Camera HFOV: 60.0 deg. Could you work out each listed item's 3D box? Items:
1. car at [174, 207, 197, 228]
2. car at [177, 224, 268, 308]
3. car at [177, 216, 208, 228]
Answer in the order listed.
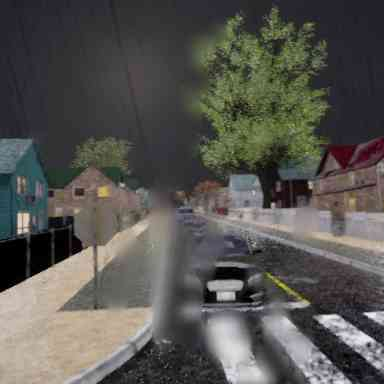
[{"bbox_3d":[-0.678,2.643,35.384,2.150,2.045,5.566,-2,-2,-4],"label":"car"},{"bbox_3d":[0.707,1.836,8.869,2.128,1.511,4.902,-2,-2,1],"label":"car"},{"bbox_3d":[0.246,2.423,20.718,1.895,1.301,4.718,-2,-2,-4],"label":"car"}]
